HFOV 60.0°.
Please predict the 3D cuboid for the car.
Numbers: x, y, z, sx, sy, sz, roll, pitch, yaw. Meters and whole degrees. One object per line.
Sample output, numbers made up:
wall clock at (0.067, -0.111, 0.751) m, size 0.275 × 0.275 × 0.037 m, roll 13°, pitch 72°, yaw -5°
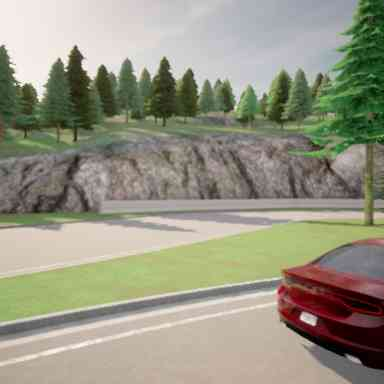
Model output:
car at (3.693, 1.497, 5.432) m, size 5.008 × 1.535 × 1.882 m, roll 0°, pitch 0°, yaw -28°
